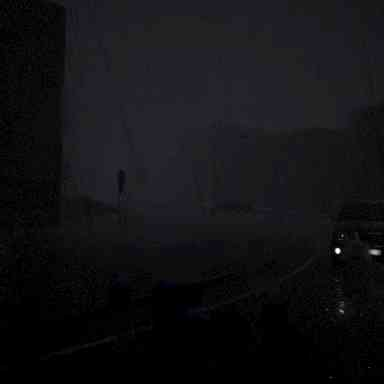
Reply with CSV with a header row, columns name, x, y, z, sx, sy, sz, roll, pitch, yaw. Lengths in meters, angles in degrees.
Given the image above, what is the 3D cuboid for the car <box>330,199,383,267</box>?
name,x,y,z,sx,sy,sz,roll,pitch,yaw
car,6.143,1.292,11.518,2.150,2.045,5.566,1,0,26

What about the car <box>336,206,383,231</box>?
name,x,y,z,sx,sy,sz,roll,pitch,yaw
car,11.899,1.763,22.887,1.994,1.385,4.181,1,0,-1

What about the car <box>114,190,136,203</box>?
name,x,y,z,sx,sy,sz,roll,pitch,yaw
car,-11.914,0.764,58.721,2.150,2.045,5.566,2,1,-33

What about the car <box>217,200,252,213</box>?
name,x,y,z,sx,sy,sz,roll,pitch,yaw
car,4.975,1.643,39.916,1.882,1.535,5.008,2,-1,-33
